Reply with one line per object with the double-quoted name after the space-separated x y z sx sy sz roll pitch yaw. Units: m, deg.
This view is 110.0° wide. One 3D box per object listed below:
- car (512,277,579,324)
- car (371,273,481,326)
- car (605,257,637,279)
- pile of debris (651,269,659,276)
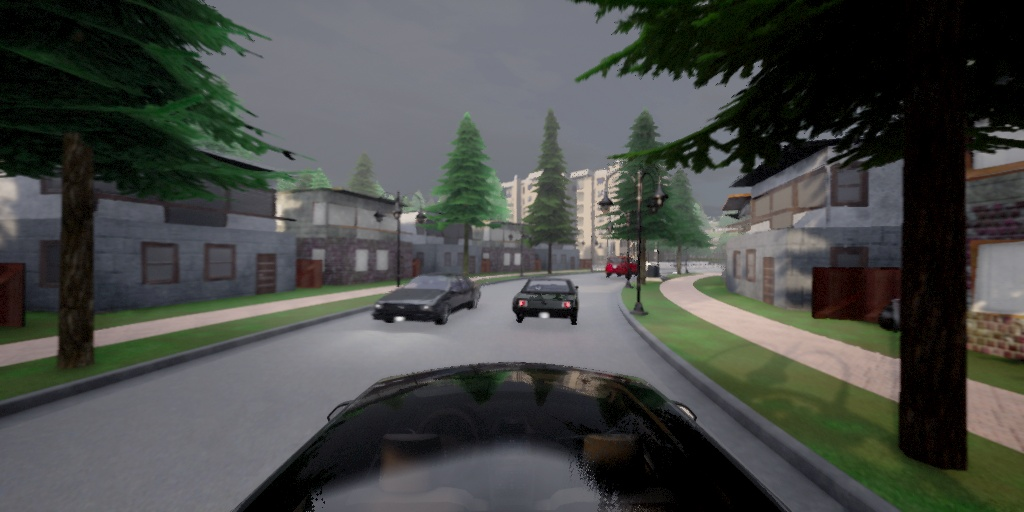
1.310 1.372 12.174 1.895 1.301 4.718 0 0 10 "car"
-2.490 1.288 12.088 2.033 1.411 5.357 0 0 11 "car"
10.893 1.090 35.121 2.150 2.045 5.566 0 0 33 "car"
18.885 2.117 44.936 1.860 0.140 1.500 0 0 -45 "pile of debris"
